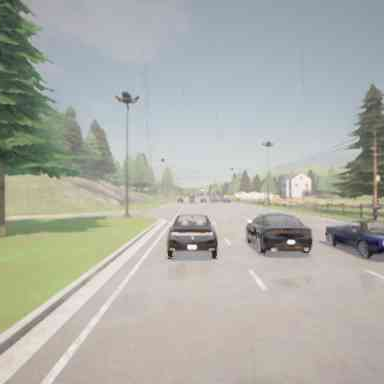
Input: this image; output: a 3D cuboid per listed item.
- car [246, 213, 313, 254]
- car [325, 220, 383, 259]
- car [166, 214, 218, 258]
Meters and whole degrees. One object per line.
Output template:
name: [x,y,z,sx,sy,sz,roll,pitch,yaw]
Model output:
car: [3.526,1.635,14.230,1.882,1.535,5.008,0,0,0]
car: [7.016,1.748,13.224,1.895,1.301,4.718,0,-1,0]
car: [0.019,1.643,13.483,2.128,1.511,4.902,0,0,0]
